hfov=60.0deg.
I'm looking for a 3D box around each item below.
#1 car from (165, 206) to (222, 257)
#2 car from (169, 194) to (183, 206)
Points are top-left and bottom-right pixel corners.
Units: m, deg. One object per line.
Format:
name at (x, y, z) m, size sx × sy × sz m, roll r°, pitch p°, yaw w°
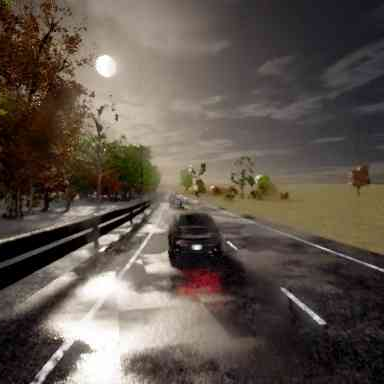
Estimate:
car at (-0.003, 1.506, 12.992) m, size 1.837 × 1.490 × 4.892 m, roll 0°, pitch 0°, yaw -4°
car at (-2.377, 1.480, 48.880) m, size 2.128 × 1.511 × 4.902 m, roll 0°, pitch 0°, yaw -4°
